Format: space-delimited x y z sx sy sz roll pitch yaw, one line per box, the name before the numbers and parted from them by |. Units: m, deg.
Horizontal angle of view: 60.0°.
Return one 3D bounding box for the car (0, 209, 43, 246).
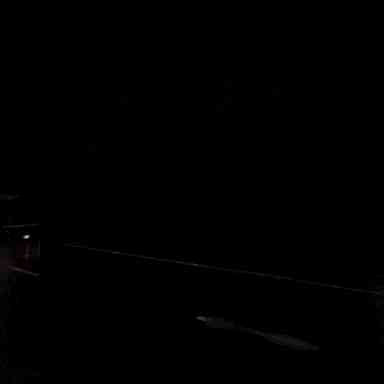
car | -8.269 1.495 14.066 4.902 1.511 2.128 0 0 36
